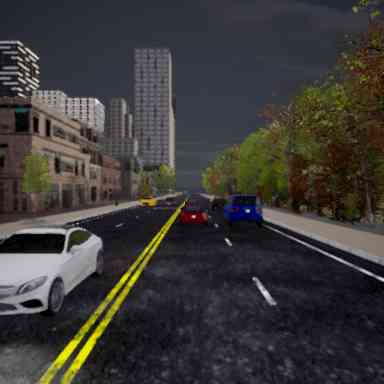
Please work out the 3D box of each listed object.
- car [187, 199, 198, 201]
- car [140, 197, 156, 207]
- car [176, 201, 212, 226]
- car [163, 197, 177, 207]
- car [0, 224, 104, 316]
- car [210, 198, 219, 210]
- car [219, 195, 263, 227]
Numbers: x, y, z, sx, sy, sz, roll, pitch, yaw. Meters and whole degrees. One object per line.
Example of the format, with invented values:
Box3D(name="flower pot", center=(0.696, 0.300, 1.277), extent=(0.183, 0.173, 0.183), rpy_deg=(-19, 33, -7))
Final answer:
Box3D(name="car", center=(0.088, 1.534, 40.538), extent=(1.994, 1.385, 4.181), rpy_deg=(0, 0, 0))
Box3D(name="car", center=(-6.553, 1.439, 49.814), extent=(1.882, 1.535, 5.008), rpy_deg=(0, 0, 0))
Box3D(name="car", center=(0.104, 1.548, 23.536), extent=(1.994, 1.385, 4.181), rpy_deg=(0, 0, 0))
Box3D(name="car", center=(-3.302, 1.487, 49.780), extent=(1.812, 1.442, 4.674), rpy_deg=(0, 0, 0))
Box3D(name="car", center=(-3.338, 1.521, 7.601), extent=(1.812, 1.442, 4.674), rpy_deg=(0, 0, 0))
Box3D(name="car", center=(3.340, 1.446, 41.539), extent=(1.882, 1.535, 5.008), rpy_deg=(0, 0, 0))
Box3D(name="car", center=(3.353, 1.207, 22.661), extent=(2.150, 2.045, 5.566), rpy_deg=(0, 0, 0))
